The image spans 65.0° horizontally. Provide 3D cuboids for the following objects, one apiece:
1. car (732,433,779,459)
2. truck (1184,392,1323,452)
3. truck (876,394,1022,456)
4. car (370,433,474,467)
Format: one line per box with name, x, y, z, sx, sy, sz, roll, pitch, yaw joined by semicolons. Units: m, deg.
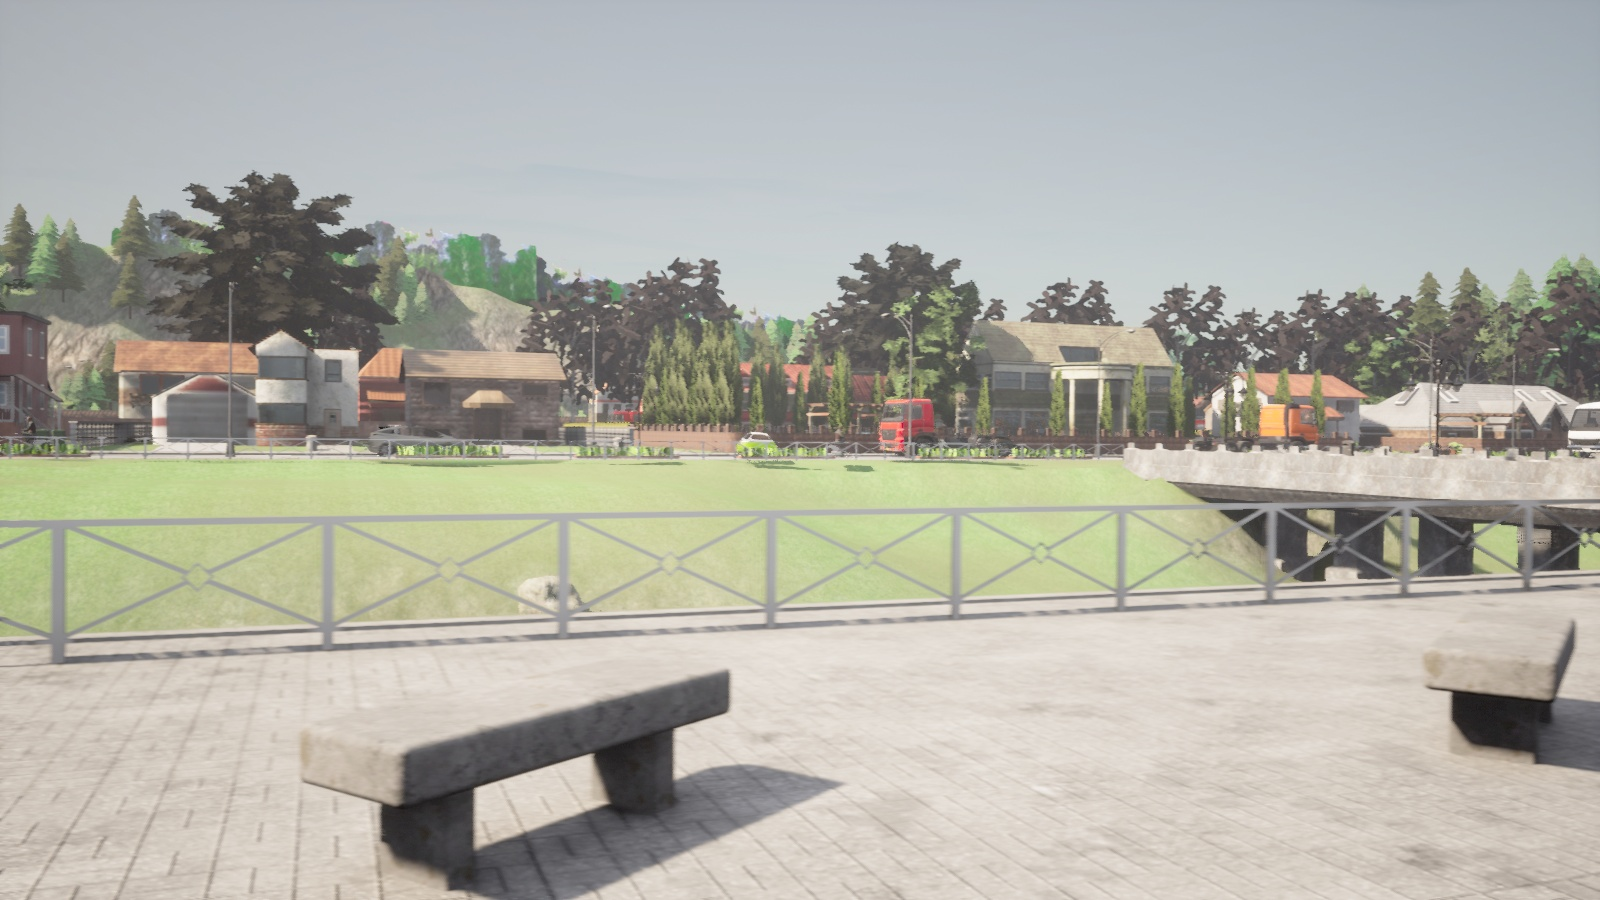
car;-2.434;-0.241;68.835;2.207;1.376;1.481;-1;1;-21
truck;27.395;-1.715;75.862;7.936;3.462;2.891;-1;1;-21
truck;8.684;-1.466;73.041;7.936;3.462;2.891;-1;1;-21
car;-17.701;-0.020;58.763;4.514;1.525;2.007;-1;1;-21
